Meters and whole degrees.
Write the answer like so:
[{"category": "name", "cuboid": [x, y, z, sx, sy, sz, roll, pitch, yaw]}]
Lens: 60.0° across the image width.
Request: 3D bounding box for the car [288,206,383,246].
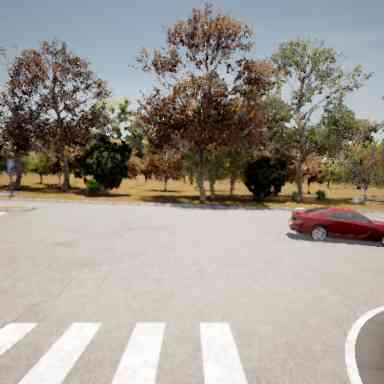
[{"category": "car", "cuboid": [7.059, 1.488, 15.395, 5.008, 1.535, 1.882, 5, 3, 2]}]
